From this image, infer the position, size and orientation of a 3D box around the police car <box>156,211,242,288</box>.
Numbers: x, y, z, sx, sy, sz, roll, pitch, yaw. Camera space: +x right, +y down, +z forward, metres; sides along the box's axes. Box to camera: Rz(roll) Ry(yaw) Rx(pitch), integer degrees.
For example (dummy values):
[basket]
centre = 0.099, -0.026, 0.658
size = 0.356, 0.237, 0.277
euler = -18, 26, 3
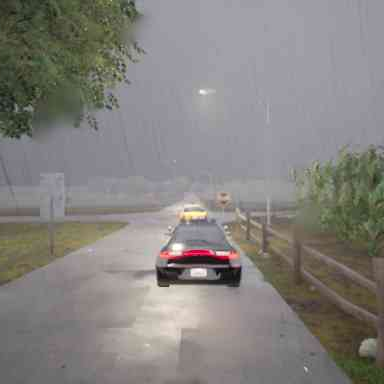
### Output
[police car]
centre = 0.169, 1.532, 9.455
size = 2.038, 1.542, 4.974
euler = 0, 0, 1

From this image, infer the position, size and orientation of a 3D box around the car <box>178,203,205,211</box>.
[car]
centre = 0.016, 1.558, 23.277
size = 1.801, 1.575, 5.366
euler = 0, 0, -3
